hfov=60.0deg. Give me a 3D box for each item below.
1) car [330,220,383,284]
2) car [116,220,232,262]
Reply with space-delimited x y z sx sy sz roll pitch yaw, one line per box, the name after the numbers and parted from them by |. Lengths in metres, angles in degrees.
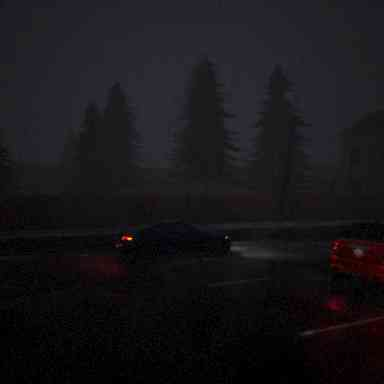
6.144 1.549 9.225 4.553 1.767 2.097 0 -2 -23 | car
-0.676 1.865 13.418 4.674 1.442 1.812 0 -2 -20 | car
